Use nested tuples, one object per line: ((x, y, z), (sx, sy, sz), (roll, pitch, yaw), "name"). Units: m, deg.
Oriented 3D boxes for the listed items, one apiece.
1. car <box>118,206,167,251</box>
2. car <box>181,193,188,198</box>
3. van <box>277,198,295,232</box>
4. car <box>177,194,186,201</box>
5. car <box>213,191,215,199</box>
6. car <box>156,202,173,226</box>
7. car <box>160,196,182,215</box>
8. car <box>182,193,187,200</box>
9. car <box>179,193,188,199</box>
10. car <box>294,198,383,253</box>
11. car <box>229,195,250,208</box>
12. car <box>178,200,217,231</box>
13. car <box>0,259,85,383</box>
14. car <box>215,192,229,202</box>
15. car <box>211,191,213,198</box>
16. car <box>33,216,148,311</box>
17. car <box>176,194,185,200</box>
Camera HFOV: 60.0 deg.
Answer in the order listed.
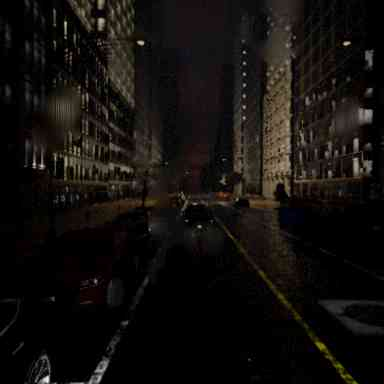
((-2.309, 1.455, 13.335), (2.008, 1.369, 4.403), (0, 0, 0), "car")
((-2.081, 0.932, 92.905), (2.008, 1.369, 4.403), (0, 0, 0), "car")
((6.087, 1.240, 18.994), (1.690, 1.788, 3.998), (0, 0, 0), "van")
((-2.146, 1.059, 70.000), (1.752, 1.417, 4.829), (0, 0, 0), "car")
((6.233, 0.879, 70.146), (2.192, 1.841, 5.009), (0, 0, 0), "car")
((-2.292, 1.449, 19.019), (1.802, 1.307, 4.206), (0, 0, 0), "car")
((-2.260, 1.344, 30.386), (2.008, 1.369, 4.403), (0, 0, 0), "car")
((-2.195, 1.226, 53.120), (1.802, 1.307, 4.206), (0, 0, 0), "car")
((-2.114, 1.023, 81.538), (1.947, 1.339, 4.313), (0, 0, 0), "car")
((6.070, 1.251, 13.310), (2.192, 1.841, 5.009), (0, 0, 0), "car")
((6.153, 1.302, 41.729), (2.008, 1.369, 4.403), (0, 0, 0), "car")
((0.408, 1.418, 20.085), (2.033, 1.411, 5.357), (0, 0, 0), "car")
((-2.341, 1.544, 1.968), (1.947, 1.339, 4.313), (0, 0, 0), "car")
((6.217, 0.917, 64.462), (2.192, 1.841, 5.009), (0, 0, 0), "car")
((6.267, 0.929, 81.513), (1.967, 1.590, 4.097), (0, 0, 0), "car")
((-2.325, 1.485, 7.652), (1.887, 1.381, 4.507), (0, 0, 0), "car")
((-2.227, 1.270, 41.752), (2.008, 1.369, 4.403), (0, 0, 0), "car")
